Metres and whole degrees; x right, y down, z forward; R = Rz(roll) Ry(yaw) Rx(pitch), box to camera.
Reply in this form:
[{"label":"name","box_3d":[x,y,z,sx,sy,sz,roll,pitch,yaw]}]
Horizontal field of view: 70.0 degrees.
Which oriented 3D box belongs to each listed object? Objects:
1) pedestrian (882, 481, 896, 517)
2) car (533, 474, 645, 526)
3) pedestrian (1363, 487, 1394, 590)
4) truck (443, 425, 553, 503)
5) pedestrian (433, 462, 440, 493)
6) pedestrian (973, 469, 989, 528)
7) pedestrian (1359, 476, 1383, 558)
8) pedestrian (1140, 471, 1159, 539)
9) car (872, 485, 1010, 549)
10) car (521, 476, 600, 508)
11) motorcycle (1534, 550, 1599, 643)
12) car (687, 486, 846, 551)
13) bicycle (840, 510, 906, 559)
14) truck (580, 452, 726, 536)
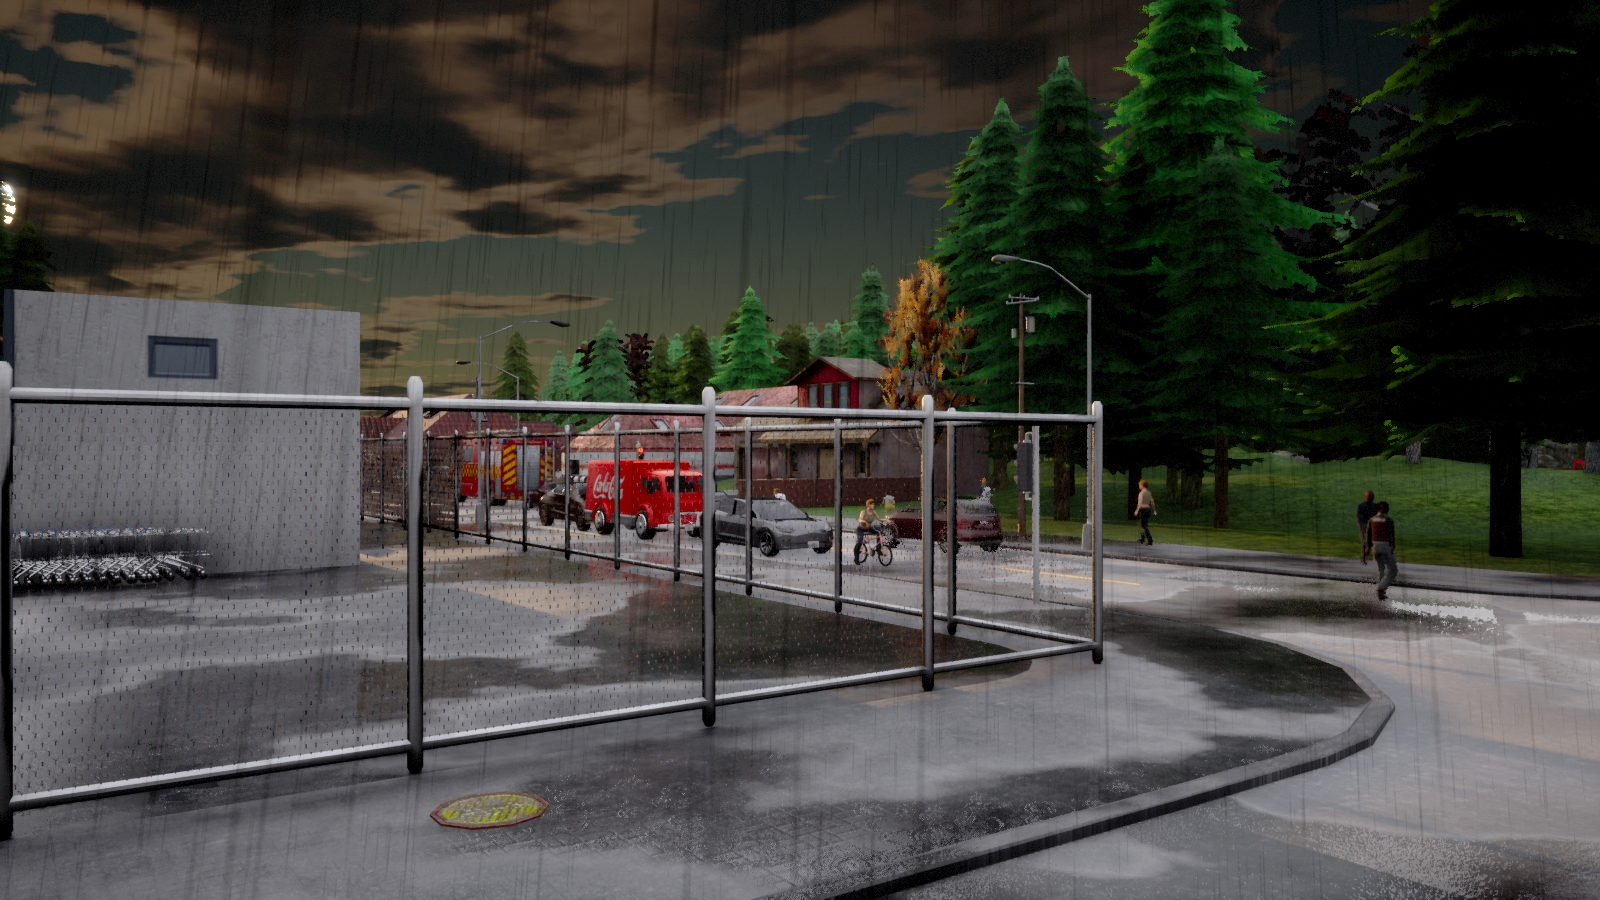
[{"label":"pedestrian","box_3d":[3.271,1.801,41.829,0.375,1.300,0.375,0,0,-28]},{"label":"car","box_3d":[-7.756,1.772,41.538,2.152,1.651,5.027,0,0,-34]},{"label":"pedestrian","box_3d":[10.656,1.625,21.054,0.375,1.860,0.375,0,0,-34]},{"label":"truck","box_3d":[-16.070,0.667,60.303,2.891,3.827,8.468,0,0,-35]},{"label":"pedestrian","box_3d":[-21.475,1.625,67.515,0.375,1.860,0.375,0,0,-14]},{"label":"pedestrian","box_3d":[5.733,1.520,36.169,0.375,1.860,0.375,0,0,-19]},{"label":"pedestrian","box_3d":[13.082,1.520,26.192,0.375,1.860,0.375,0,0,5]},{"label":"pedestrian","box_3d":[9.673,1.522,31.624,0.375,1.860,0.375,0,0,-33]},{"label":"car","box_3d":[3.855,1.802,31.765,1.789,1.549,3.705,0,0,-35]},{"label":"car","box_3d":[-11.268,1.931,53.453,1.895,1.301,4.718,0,0,-35]},{"label":"motorcycle","box_3d":[11.116,1.990,15.344,2.033,1.145,0.803,0,0,25]},{"label":"car","box_3d":[-1.029,1.840,31.812,2.163,1.488,4.792,0,0,-35]},{"label":"bicycle","box_3d":[1.773,2.033,27.810,0.859,1.080,1.487,0,0,-35]},{"label":"truck","box_3d":[-4.910,1.336,37.383,2.627,2.467,5.204,0,0,-35]}]
